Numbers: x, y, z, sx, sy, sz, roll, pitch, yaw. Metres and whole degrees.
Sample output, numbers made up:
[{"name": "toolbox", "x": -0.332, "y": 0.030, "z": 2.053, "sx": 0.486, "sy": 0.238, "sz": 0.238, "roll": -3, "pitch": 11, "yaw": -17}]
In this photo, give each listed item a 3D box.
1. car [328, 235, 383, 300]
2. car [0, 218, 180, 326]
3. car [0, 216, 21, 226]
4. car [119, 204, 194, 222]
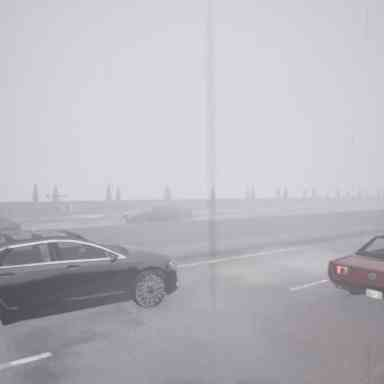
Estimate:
[{"name": "car", "x": 5.188, "y": 1.601, "z": 7.444, "sx": 4.718, "sy": 1.301, "sz": 1.895, "roll": 0, "pitch": 0, "yaw": -35}, {"name": "car", "x": -2.519, "y": 1.492, "z": 6.248, "sx": 4.902, "sy": 1.511, "sz": 2.128, "roll": 0, "pitch": 0, "yaw": -35}, {"name": "car", "x": -9.643, "y": 1.565, "z": 14.308, "sx": 4.181, "sy": 1.385, "sz": 1.994, "roll": 0, "pitch": 0, "yaw": -35}, {"name": "car", "x": -2.400, "y": 1.548, "z": 23.764, "sx": 5.357, "sy": 1.411, "sz": 2.033, "roll": 0, "pitch": 0, "yaw": -35}]
